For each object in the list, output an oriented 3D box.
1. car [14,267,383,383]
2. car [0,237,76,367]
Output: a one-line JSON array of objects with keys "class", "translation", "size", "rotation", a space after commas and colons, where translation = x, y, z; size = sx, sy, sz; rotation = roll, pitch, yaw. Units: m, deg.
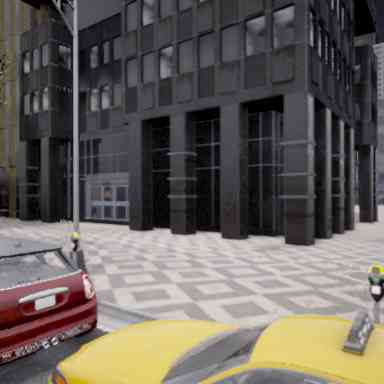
[{"class": "car", "translation": [0.878, 1.528, 2.338], "size": [4.829, 1.417, 1.752], "rotation": [0, 0, 35]}, {"class": "car", "translation": [-3.477, 1.464, 5.433], "size": [4.097, 1.590, 1.967], "rotation": [0, 0, 35]}]
